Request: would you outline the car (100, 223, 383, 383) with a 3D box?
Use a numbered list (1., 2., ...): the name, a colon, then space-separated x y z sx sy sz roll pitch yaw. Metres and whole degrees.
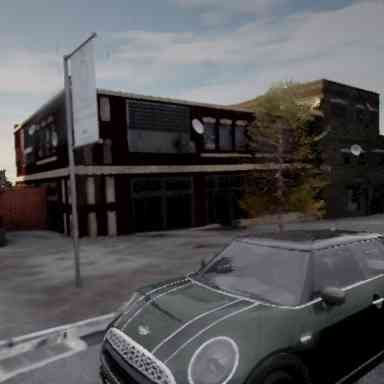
1. car: 1.167 1.354 4.391 4.553 1.767 2.097 0 0 -38
